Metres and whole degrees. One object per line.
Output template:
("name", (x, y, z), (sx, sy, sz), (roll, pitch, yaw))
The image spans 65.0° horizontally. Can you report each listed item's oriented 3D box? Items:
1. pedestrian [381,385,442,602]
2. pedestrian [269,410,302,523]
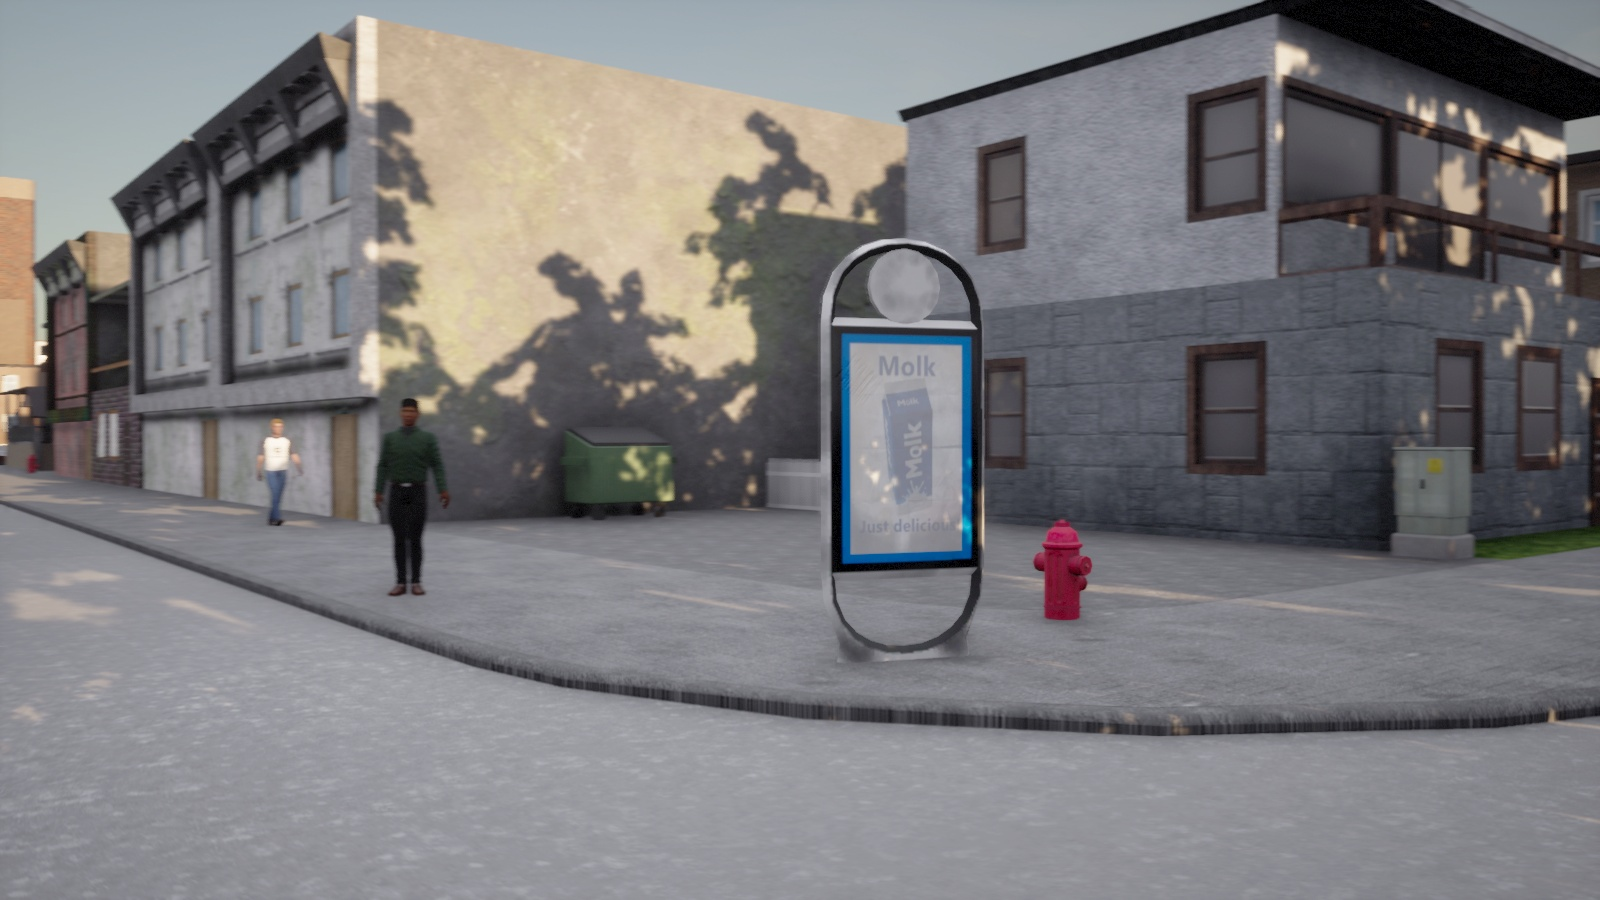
("pedestrian", (-3.617, 0.389, 11.722), (0.423, 1.949, 0.788), (0, 1, -9))
("pedestrian", (-8.497, 0.262, 20.736), (0.354, 1.836, 0.706), (0, 1, -34))
